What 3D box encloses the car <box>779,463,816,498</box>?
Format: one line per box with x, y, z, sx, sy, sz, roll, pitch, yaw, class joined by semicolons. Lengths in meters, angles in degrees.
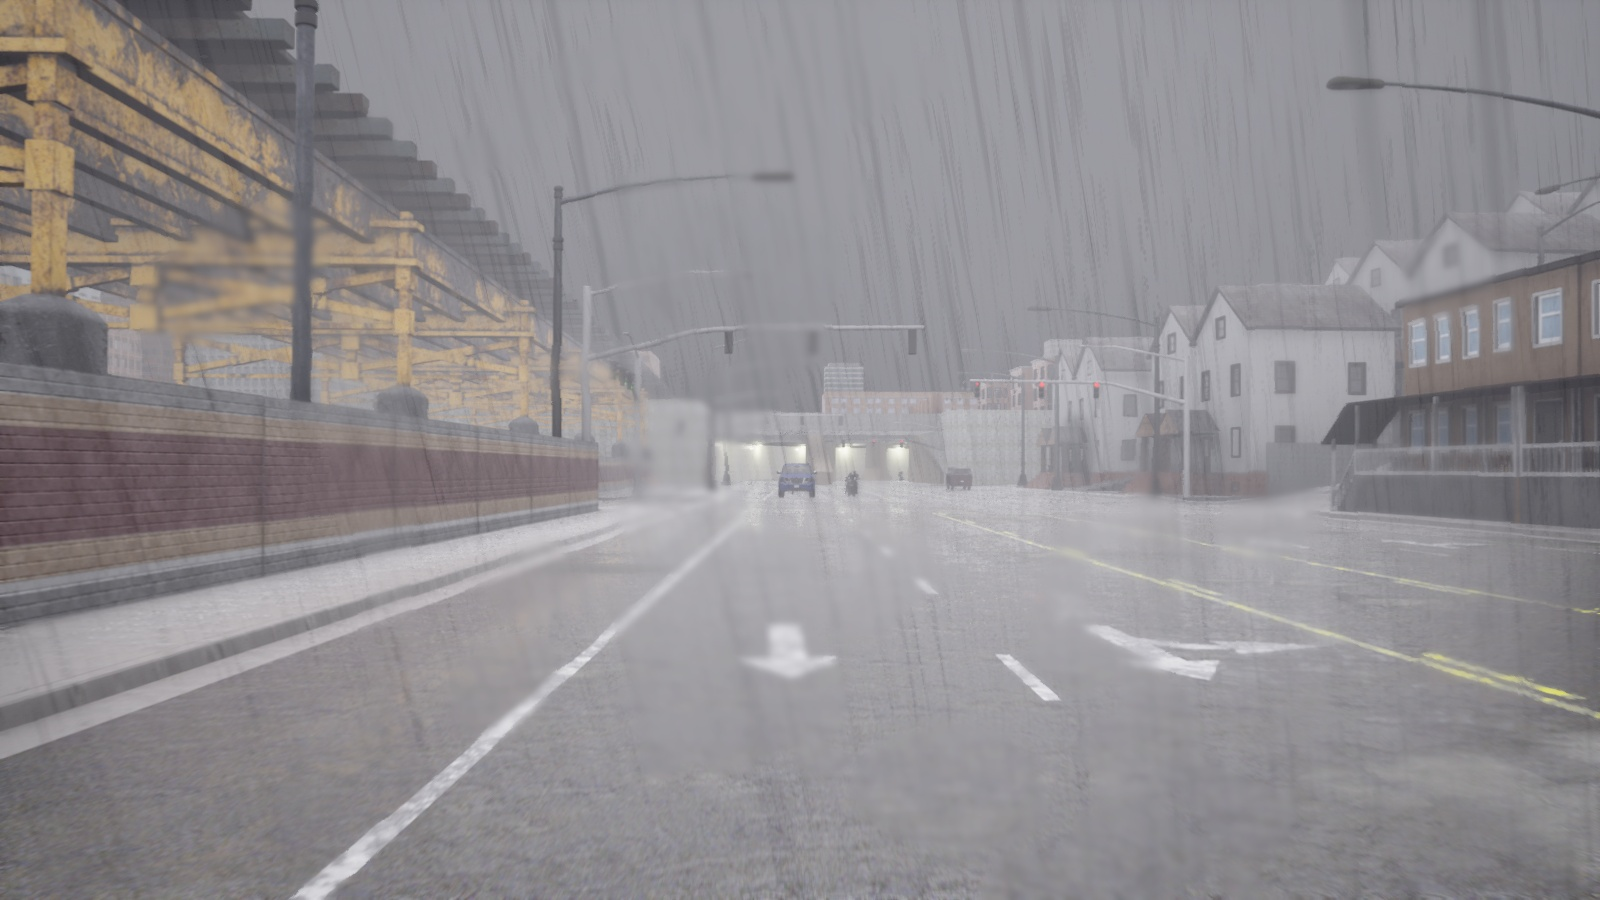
-0.171;1.808;76.081;2.150;2.045;5.566;0;-1;0;car
